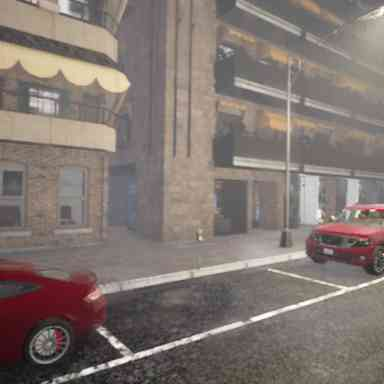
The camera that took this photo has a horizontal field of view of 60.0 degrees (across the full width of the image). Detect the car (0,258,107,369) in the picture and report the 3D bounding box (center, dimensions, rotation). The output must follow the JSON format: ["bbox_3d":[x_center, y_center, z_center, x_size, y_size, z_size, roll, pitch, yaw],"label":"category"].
[{"bbox_3d":[-3.209,1.582,4.211,4.206,1.307,1.802,0,1,-35],"label":"car"}]

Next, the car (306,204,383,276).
[{"bbox_3d":[5.825,1.329,10.649,5.009,1.841,2.192,0,1,-35],"label":"car"}]
